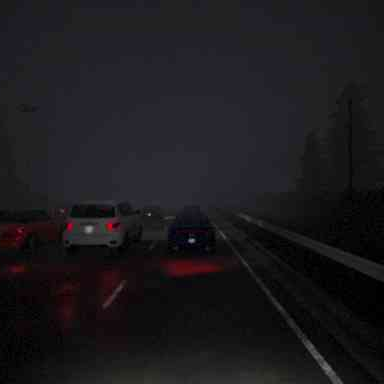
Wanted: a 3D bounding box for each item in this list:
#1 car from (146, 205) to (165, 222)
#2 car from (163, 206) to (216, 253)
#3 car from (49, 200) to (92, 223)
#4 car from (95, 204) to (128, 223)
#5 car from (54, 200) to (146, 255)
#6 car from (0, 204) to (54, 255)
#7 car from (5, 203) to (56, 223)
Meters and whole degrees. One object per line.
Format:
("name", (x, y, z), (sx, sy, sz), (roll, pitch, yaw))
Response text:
("car", (-3.509, 1.843, 29.331), (1.994, 1.385, 4.181), (0, 0, 0))
("car", (-0.002, 1.616, 14.480), (1.882, 1.535, 5.008), (0, 0, 0))
("car", (-10.512, 1.627, 29.085), (2.097, 1.767, 4.553), (0, -1, 0))
("car", (-7.010, 1.805, 29.388), (1.812, 1.442, 4.674), (0, 0, 0))
("car", (-3.506, 1.350, 14.023), (2.150, 2.045, 5.566), (0, 0, 0))
("car", (-7.004, 1.485, 14.086), (2.097, 1.767, 4.553), (0, -1, 0))
("car", (-14.010, 1.771, 29.288), (2.128, 1.511, 4.902), (0, 0, 0))
